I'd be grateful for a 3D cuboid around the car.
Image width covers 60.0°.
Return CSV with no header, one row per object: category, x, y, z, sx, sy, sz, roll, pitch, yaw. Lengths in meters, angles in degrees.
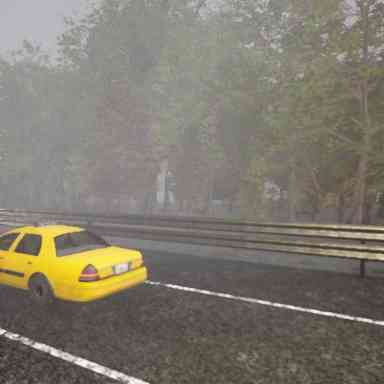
car,-3.541,1.427,7.685,5.366,1.575,1.801,0,0,31
